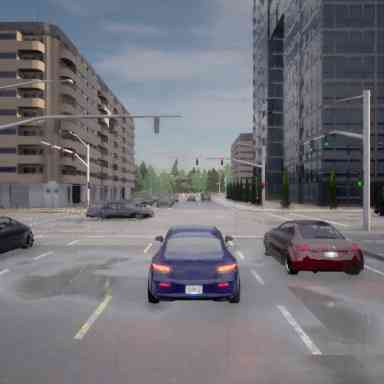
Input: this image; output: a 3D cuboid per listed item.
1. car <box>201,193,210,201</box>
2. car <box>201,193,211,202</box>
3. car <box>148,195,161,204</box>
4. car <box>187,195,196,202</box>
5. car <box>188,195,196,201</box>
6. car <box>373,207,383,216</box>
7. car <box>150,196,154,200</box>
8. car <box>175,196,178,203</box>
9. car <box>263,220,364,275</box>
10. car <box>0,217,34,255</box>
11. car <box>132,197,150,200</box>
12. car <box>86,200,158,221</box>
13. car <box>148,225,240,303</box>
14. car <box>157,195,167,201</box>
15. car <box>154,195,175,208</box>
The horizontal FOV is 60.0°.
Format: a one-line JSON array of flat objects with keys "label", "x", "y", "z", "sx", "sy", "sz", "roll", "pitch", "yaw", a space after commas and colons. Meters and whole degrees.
[{"label": "car", "x": 3.468, "y": 1.225, "z": 87.790, "sx": 2.150, "sy": 2.045, "sz": 5.566, "roll": 0, "pitch": 0, "yaw": 1}, {"label": "car", "x": 3.358, "y": 1.355, "z": 77.627, "sx": 2.097, "sy": 1.767, "sz": 4.553, "roll": 0, "pitch": 0, "yaw": 1}, {"label": "car", "x": -7.313, "y": 1.478, "z": 65.357, "sx": 1.882, "sy": 1.535, "sz": 5.008, "roll": 0, "pitch": 0, "yaw": 1}, {"label": "car", "x": -0.144, "y": 1.540, "z": 77.420, "sx": 2.033, "sy": 1.411, "sz": 5.357, "roll": 0, "pitch": 0, "yaw": 1}, {"label": "car", "x": -0.033, "y": 1.525, "z": 87.763, "sx": 2.128, "sy": 1.511, "sz": 4.902, "roll": 0, "pitch": 0, "yaw": 1}, {"label": "car", "x": 19.462, "y": 1.656, "z": 30.665, "sx": 4.718, "sy": 1.301, "sz": 1.895, "roll": 0, "pitch": 0, "yaw": 0}, {"label": "car", "x": -7.455, "y": 1.564, "z": 54.906, "sx": 1.994, "sy": 1.385, "sz": 4.181, "roll": 0, "pitch": 0, "yaw": 2}, {"label": "car", "x": -3.929, "y": 1.526, "z": 58.460, "sx": 1.812, "sy": 1.442, "sz": 4.674, "roll": 0, "pitch": 0, "yaw": 1}, {"label": "car", "x": 3.557, "y": 1.564, "z": 10.484, "sx": 1.994, "sy": 1.385, "sz": 4.181, "roll": 0, "pitch": 0, "yaw": 0}, {"label": "car", "x": -7.303, "y": 1.564, "z": 11.676, "sx": 1.994, "sy": 1.385, "sz": 4.181, "roll": 0, "pitch": 0, "yaw": -2}, {"label": "car", "x": -7.495, "y": 1.505, "z": 46.012, "sx": 1.837, "sy": 1.490, "sz": 4.892, "roll": 0, "pitch": 0, "yaw": 1}, {"label": "car", "x": -5.775, "y": 1.574, "z": 27.010, "sx": 5.357, "sy": 1.411, "sz": 2.033, "roll": 0, "pitch": 0, "yaw": 0}, {"label": "car", "x": 0.048, "y": 1.526, "z": 8.062, "sx": 1.812, "sy": 1.442, "sz": 4.674, "roll": 0, "pitch": 0, "yaw": 0}, {"label": "car", "x": -7.118, "y": 1.385, "z": 79.910, "sx": 1.837, "sy": 1.490, "sz": 4.892, "roll": 0, "pitch": 0, "yaw": 1}, {"label": "car", "x": -3.984, "y": 1.352, "z": 48.972, "sx": 2.097, "sy": 1.767, "sz": 4.553, "roll": 0, "pitch": 0, "yaw": 0}]
